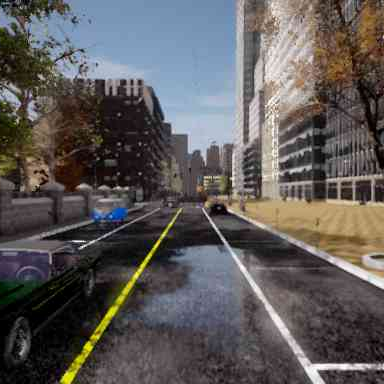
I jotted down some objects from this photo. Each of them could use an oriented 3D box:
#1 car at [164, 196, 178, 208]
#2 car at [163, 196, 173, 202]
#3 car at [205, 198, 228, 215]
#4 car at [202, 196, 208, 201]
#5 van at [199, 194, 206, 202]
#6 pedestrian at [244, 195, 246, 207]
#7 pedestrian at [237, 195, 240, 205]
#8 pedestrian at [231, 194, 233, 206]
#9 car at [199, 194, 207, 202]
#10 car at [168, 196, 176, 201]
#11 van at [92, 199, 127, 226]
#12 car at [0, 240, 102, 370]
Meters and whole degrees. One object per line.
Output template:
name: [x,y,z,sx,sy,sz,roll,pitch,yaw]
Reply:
car: [-3.012,1.612,49.011,2.128,1.511,4.902,0,0,0]
car: [-5.712,1.713,78.315,2.008,1.369,4.403,0,0,0]
car: [2.678,1.619,34.639,1.947,1.339,4.313,0,0,0]
car: [2.676,1.603,46.075,1.752,1.417,4.829,0,0,0]
van: [2.666,1.521,83.844,1.690,1.788,3.998,0,0,0]
pedestrian: [8.123,1.353,51.187,0.375,1.860,0.375,0,0,0]
pedestrian: [7.123,1.372,50.586,0.375,1.860,0.375,0,0,0]
pedestrian: [6.122,1.233,51.786,0.375,1.860,0.375,0,0,0]
car: [2.667,1.478,78.318,2.192,1.841,5.009,0,0,0]
car: [-5.716,1.769,94.895,2.008,1.369,4.403,0,0,0]
van: [-5.700,1.373,23.372,1.690,1.788,3.998,0,0,0]
car: [-3.104,1.607,5.810,1.895,1.301,4.718,0,0,0]
